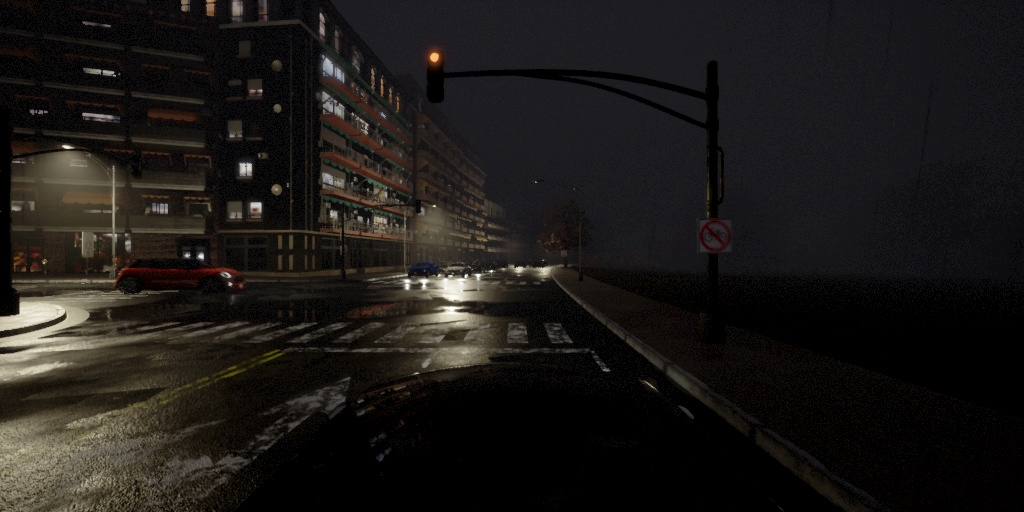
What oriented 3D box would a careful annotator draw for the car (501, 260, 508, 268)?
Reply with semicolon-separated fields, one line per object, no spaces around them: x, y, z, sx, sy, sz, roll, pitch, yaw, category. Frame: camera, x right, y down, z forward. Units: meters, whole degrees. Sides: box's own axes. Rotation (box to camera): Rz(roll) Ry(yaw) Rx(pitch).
-1.892;1.413;64.285;1.882;1.535;5.008;0;0;9;car

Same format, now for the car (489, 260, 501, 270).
-3.318;1.449;53.916;1.994;1.385;4.181;0;0;8;car

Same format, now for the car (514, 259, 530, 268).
1.528;1.489;64.987;2.033;1.411;5.357;0;0;9;car

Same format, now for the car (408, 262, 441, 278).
-8.515;1.287;34.818;1.882;1.535;5.008;0;0;4;car

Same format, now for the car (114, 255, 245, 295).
-15.880;0.886;17.487;4.553;1.767;2.097;1;0;-19;car

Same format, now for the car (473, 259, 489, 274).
-4.437;1.350;43.995;1.837;1.490;4.892;0;0;6;car

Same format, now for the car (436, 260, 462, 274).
-7.667;1.323;44.350;1.882;1.535;5.008;0;0;6;car

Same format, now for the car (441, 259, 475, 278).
-5.230;1.336;35.142;1.812;1.442;4.674;0;0;5;car
